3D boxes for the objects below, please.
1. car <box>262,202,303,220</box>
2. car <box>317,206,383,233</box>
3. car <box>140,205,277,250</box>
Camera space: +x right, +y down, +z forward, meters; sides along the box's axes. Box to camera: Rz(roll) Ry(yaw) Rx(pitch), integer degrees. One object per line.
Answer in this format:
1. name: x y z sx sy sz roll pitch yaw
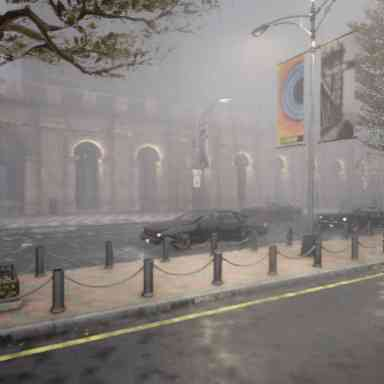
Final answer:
1. car: 5.847 1.376 24.387 4.718 1.301 1.895 0 1 -31
2. car: 9.271 1.465 18.686 4.718 1.301 1.895 0 1 -31
3. car: 0.660 1.405 13.591 5.357 1.411 2.033 0 1 -31
